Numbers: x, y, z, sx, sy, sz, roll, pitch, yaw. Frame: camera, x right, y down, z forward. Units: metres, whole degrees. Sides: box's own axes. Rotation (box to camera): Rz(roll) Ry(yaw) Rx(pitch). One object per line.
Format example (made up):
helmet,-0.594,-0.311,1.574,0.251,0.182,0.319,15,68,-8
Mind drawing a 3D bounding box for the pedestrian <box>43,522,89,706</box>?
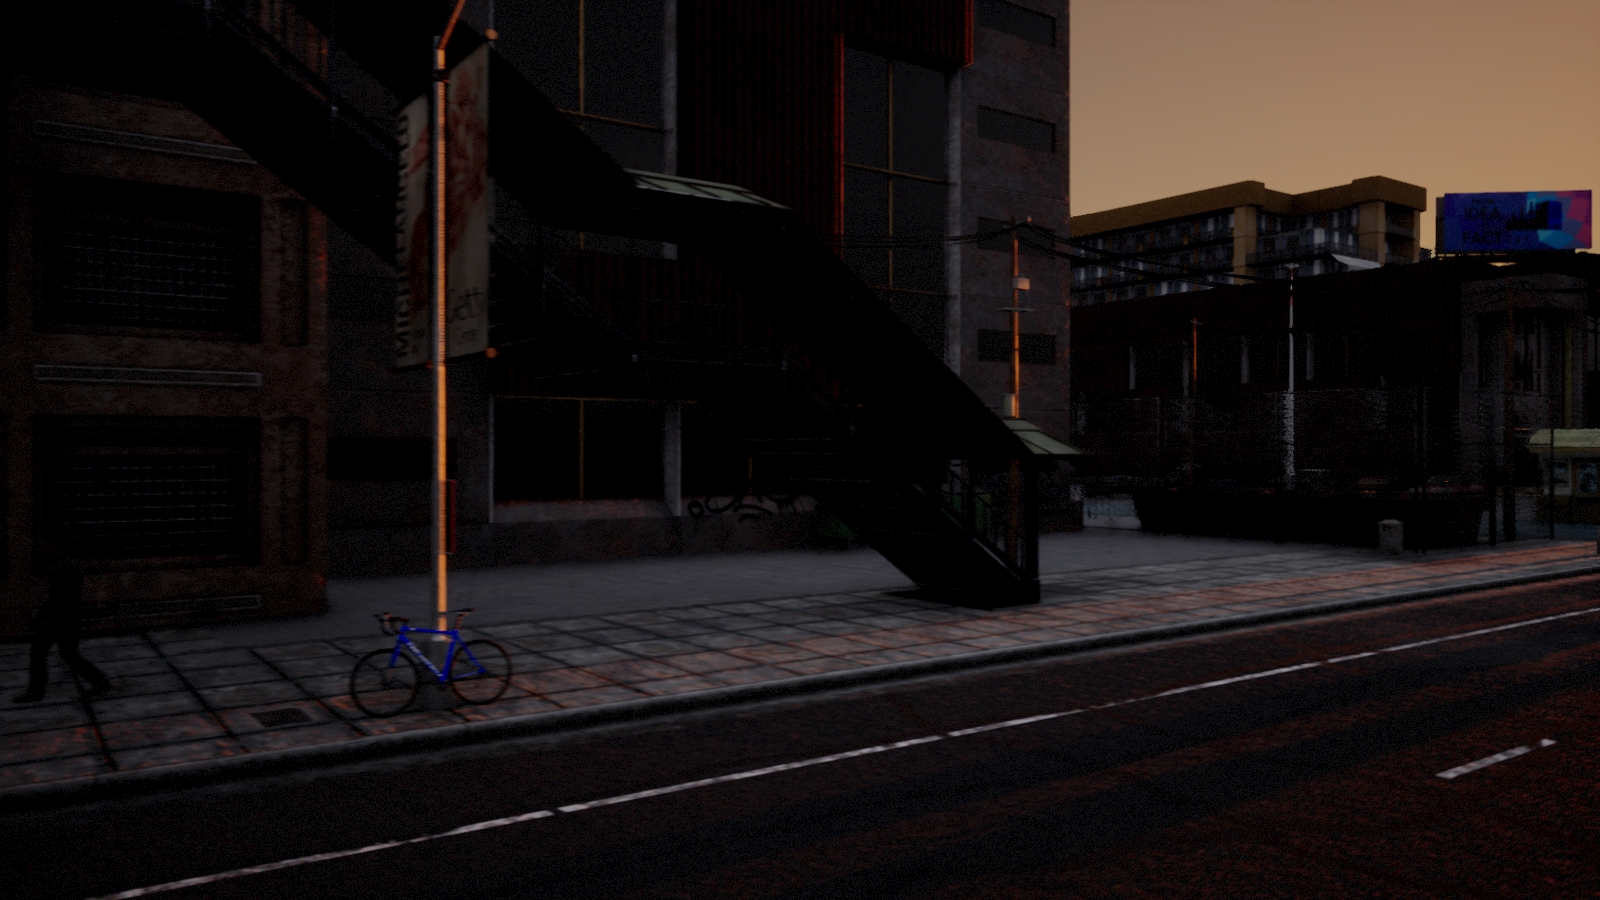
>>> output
pedestrian,-7.697,1.699,11.988,0.375,1.860,0.375,0,0,-29
